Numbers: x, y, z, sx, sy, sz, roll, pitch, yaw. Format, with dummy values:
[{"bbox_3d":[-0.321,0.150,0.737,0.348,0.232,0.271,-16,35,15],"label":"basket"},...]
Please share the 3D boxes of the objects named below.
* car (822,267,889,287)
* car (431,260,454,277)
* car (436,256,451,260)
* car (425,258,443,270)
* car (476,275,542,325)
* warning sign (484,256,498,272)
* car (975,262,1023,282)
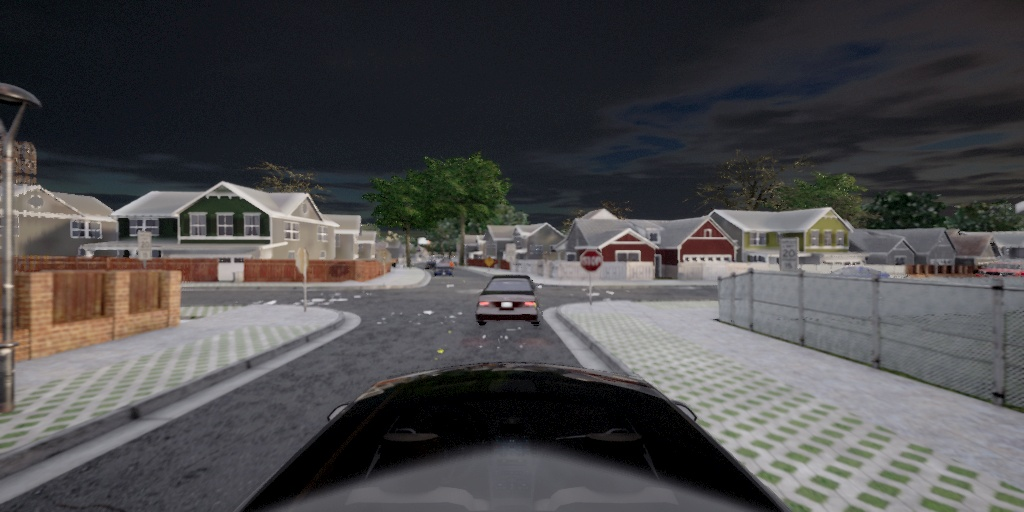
[{"bbox_3d":[24.531,1.534,25.749,5.008,1.535,1.882,1,1,-16],"label":"car"},{"bbox_3d":[-7.285,1.387,37.916,2.033,1.411,5.357,0,0,-13],"label":"car"},{"bbox_3d":[-11.150,1.226,60.720,2.097,1.767,4.553,0,0,-19],"label":"car"},{"bbox_3d":[-12.424,1.431,55.584,2.033,1.411,5.357,0,0,-19],"label":"car"},{"bbox_3d":[0.008,1.317,11.810,2.033,1.411,5.357,0,0,3],"label":"car"},{"bbox_3d":[-2.671,0.934,41.952,1.300,1.860,1.060,0,0,-14],"label":"warning sign"},{"bbox_3d":[43.968,1.549,31.840,5.566,2.045,2.150,1,1,-20],"label":"car"}]
